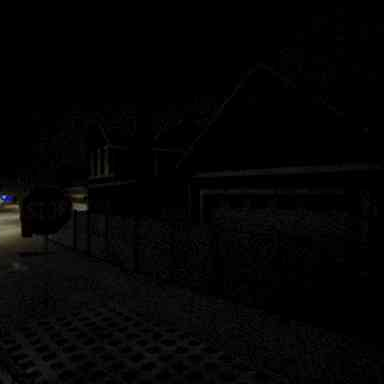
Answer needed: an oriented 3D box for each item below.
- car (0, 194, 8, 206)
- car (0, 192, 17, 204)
[{"bbox_3d":[-29.139,1.435,49.253,1.895,1.301,4.718,0,0,-20],"label":"car"},{"bbox_3d":[-32.494,1.004,58.669,2.150,2.045,5.566,0,0,-20],"label":"car"}]
